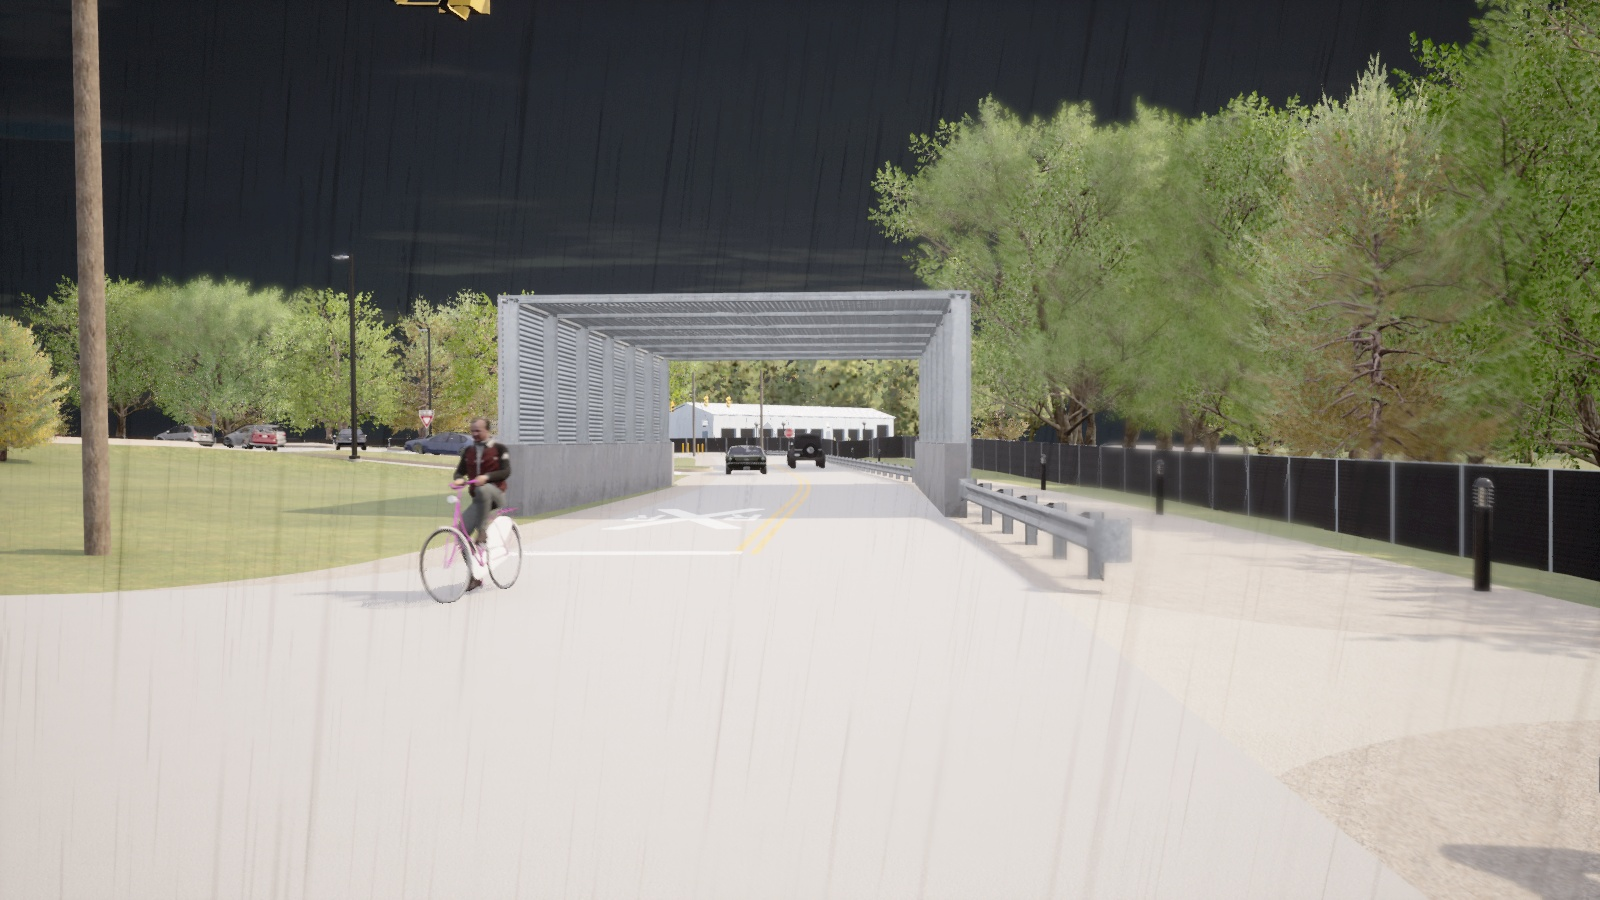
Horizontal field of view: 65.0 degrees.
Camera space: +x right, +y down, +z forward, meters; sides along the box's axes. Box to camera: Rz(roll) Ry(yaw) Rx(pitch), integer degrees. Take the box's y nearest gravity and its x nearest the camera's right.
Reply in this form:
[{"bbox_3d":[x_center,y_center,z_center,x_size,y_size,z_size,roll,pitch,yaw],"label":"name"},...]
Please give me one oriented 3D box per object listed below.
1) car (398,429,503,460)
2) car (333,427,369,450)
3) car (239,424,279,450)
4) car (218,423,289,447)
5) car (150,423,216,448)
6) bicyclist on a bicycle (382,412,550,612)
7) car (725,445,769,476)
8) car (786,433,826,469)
[{"bbox_3d":[-19.591,-0.321,70.479,5.357,1.411,2.033,4,1,17],"label":"car"},{"bbox_3d":[-28.793,-0.724,80.427,2.033,1.411,5.357,-1,1,-21],"label":"car"},{"bbox_3d":[-34.830,-0.801,80.813,1.789,1.549,3.705,4,-2,-32],"label":"car"},{"bbox_3d":[-39.219,-1.114,90.159,4.611,1.667,2.242,1,2,27],"label":"car"},{"bbox_3d":[-42.448,-0.997,86.367,3.988,1.617,1.851,1,-2,21],"label":"car"},{"bbox_3d":[-3.175,0.552,12.142,0.659,1.776,1.843,-2,0,16],"label":"bicyclist on a bicycle"},{"bbox_3d":[-2.457,0.449,57.067,1.895,1.301,4.718,0,1,-3],"label":"car"},{"bbox_3d":[0.318,0.014,68.440,1.905,1.878,3.866,0,1,-4],"label":"car"}]
